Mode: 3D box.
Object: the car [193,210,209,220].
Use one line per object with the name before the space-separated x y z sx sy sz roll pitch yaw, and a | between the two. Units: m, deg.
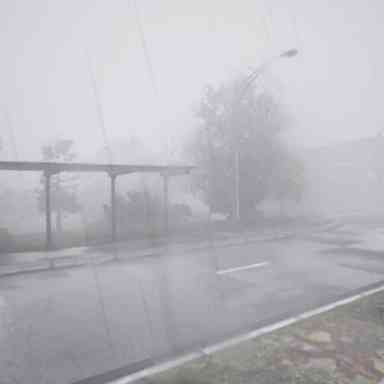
car | 1.589 4.489 63.875 2.150 2.045 5.566 -1 -5 -17
